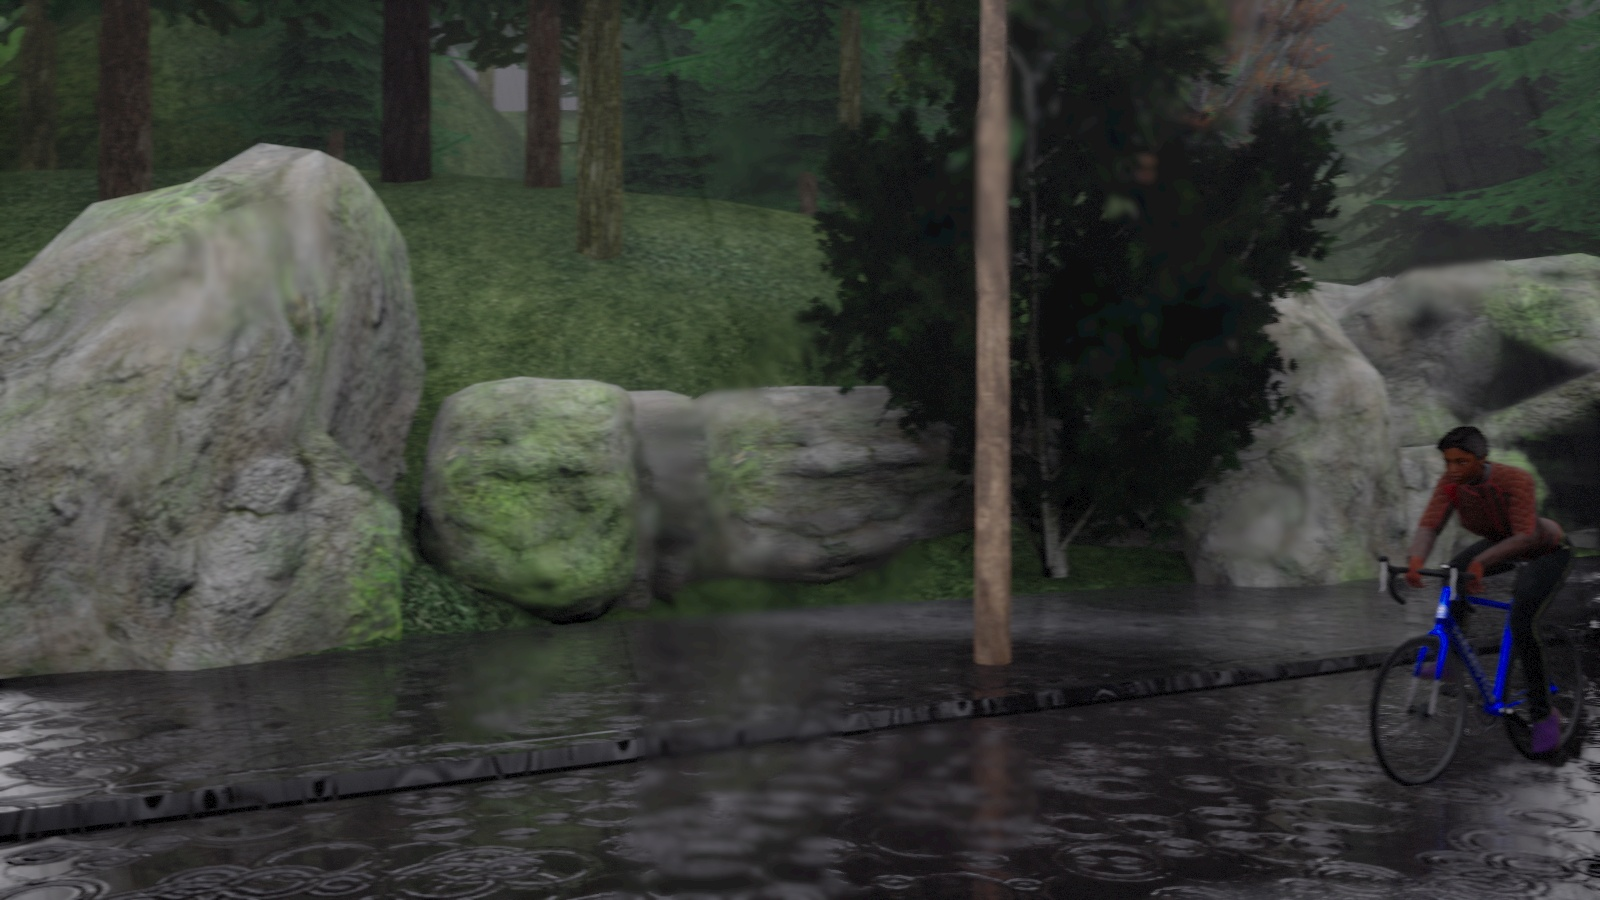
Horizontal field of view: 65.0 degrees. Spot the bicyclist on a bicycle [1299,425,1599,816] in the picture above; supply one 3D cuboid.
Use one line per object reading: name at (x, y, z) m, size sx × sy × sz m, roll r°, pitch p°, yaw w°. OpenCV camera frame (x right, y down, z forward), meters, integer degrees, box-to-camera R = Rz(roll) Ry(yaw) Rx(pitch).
bicyclist on a bicycle at (3.134, 0.701, 5.854) m, size 1.656 × 1.620 × 0.582 m, roll 0°, pitch 0°, yaw -30°
